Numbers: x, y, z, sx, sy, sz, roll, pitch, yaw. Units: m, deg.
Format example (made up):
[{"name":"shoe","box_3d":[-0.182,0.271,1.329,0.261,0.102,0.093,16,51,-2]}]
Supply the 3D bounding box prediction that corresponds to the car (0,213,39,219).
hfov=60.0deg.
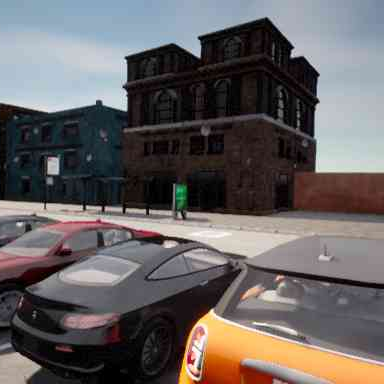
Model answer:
[{"name":"car","box_3d":[-4.919,1.382,8.662,2.097,1.535,5.008,1,0,36]}]

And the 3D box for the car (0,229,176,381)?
[{"name":"car","box_3d":[-0.382,1.459,5.417,2.002,1.452,4.674,0,0,35]}]

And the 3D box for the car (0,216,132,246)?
[{"name":"car","box_3d":[-2.648,1.404,7.043,2.097,1.535,5.008,0,0,35]}]

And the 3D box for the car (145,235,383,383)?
[{"name":"car","box_3d":[1.871,1.300,3.775,2.185,1.767,4.553,0,0,36]}]
